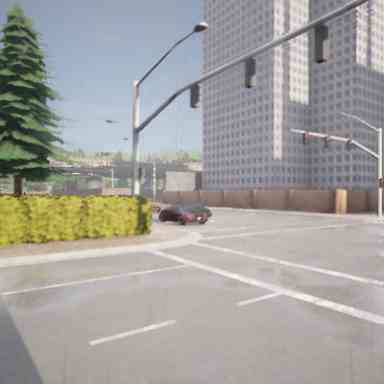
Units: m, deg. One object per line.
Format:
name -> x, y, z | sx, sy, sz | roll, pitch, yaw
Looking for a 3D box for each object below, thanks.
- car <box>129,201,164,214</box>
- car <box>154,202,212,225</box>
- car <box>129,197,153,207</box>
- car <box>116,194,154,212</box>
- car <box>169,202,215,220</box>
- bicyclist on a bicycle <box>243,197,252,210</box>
car -> -5.086, 1.646, 36.534 | 1.895, 1.301, 4.718 | 0, 0, -35
car -> -0.657, 1.600, 24.141 | 1.994, 1.385, 4.181 | 0, 0, -35
car -> -8.267, 1.542, 53.389 | 1.882, 1.535, 5.008 | 0, 0, -35
car -> -6.024, 1.258, 31.780 | 2.150, 2.045, 5.566 | 0, 0, -35
car -> -0.052, 1.609, 29.367 | 1.994, 1.385, 4.181 | 0, 0, -35
bicyclist on a bicycle -> 6.772, 1.379, 40.492 | 1.656, 1.620, 0.582 | 0, 0, -35
